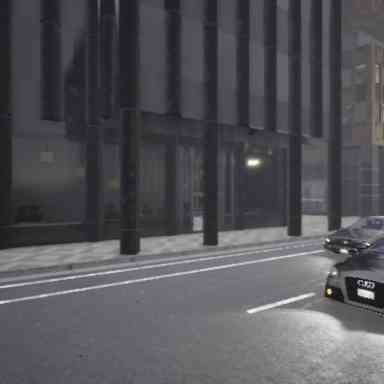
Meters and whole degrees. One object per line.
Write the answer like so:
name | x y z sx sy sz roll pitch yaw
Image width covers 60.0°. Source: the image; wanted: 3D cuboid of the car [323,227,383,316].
car | 4.686 1.628 7.008 4.181 1.385 1.994 1 0 -35

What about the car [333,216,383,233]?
car | 7.376 1.653 12.888 5.357 1.411 2.033 1 0 -35
